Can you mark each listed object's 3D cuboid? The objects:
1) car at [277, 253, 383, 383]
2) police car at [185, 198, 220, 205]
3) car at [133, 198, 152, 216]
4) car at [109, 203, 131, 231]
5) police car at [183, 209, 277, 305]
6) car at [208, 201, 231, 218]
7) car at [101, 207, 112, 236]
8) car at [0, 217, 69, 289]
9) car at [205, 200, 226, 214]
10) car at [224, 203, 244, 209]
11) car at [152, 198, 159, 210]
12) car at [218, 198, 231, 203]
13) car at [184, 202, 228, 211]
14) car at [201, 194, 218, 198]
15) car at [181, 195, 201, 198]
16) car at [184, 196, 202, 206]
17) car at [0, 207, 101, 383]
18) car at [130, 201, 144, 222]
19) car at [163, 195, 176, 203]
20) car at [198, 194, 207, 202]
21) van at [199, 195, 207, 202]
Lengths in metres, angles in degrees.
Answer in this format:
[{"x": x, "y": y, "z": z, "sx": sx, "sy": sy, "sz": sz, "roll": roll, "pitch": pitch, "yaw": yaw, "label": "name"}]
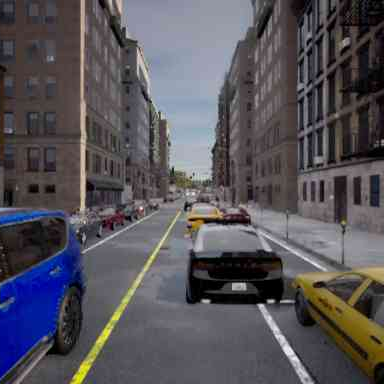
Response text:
[{"x": 2.634, "y": 1.538, "z": 4.247, "sx": 1.752, "sy": 1.417, "sz": 4.829, "roll": 0, "pitch": 0, "yaw": 0, "label": "car"}, {"x": 0.702, "y": 1.492, "z": 24.346, "sx": 1.930, "sy": 1.638, "sz": 5.238, "roll": 0, "pitch": 0, "yaw": -2, "label": "police car"}, {"x": -5.396, "y": 1.529, "z": 32.487, "sx": 1.967, "sy": 1.590, "sz": 4.097, "roll": 0, "pitch": 0, "yaw": 0, "label": "car"}, {"x": -5.394, "y": 1.603, "z": 21.122, "sx": 1.887, "sy": 1.381, "sz": 4.507, "roll": 0, "pitch": 0, "yaw": 0, "label": "car"}, {"x": 0.821, "y": 1.449, "z": 8.374, "sx": 1.930, "sy": 1.638, "sz": 5.238, "roll": 0, "pitch": 0, "yaw": 0, "label": "police car"}, {"x": 2.629, "y": 1.634, "z": 32.489, "sx": 1.887, "sy": 1.381, "sz": 4.507, "roll": 0, "pitch": 0, "yaw": 0, "label": "car"}, {"x": -5.393, "y": 1.594, "z": 15.440, "sx": 2.008, "sy": 1.369, "sz": 4.403, "roll": 0, "pitch": 0, "yaw": 0, "label": "car"}, {"x": -5.392, "y": 1.572, "z": 9.758, "sx": 1.887, "sy": 1.381, "sz": 4.507, "roll": 0, "pitch": 0, "yaw": 0, "label": "car"}, {"x": 2.628, "y": 1.655, "z": 38.171, "sx": 2.008, "sy": 1.369, "sz": 4.403, "roll": 0, "pitch": 0, "yaw": 0, "label": "car"}, {"x": 2.631, "y": 1.603, "z": 21.124, "sx": 1.887, "sy": 1.381, "sz": 4.507, "roll": 0, "pitch": 0, "yaw": 0, "label": "car"}, {"x": -5.398, "y": 1.559, "z": 43.851, "sx": 1.967, "sy": 1.590, "sz": 4.097, "roll": 0, "pitch": 0, "yaw": 0, "label": "car"}, {"x": 2.630, "y": 1.514, "z": 26.807, "sx": 1.967, "sy": 1.590, "sz": 4.097, "roll": 0, "pitch": 0, "yaw": 0, "label": "car"}, {"x": 0.713, "y": 1.533, "z": 18.292, "sx": 1.882, "sy": 1.535, "sz": 5.008, "roll": 0, "pitch": 0, "yaw": 2, "label": "car"}, {"x": 2.627, "y": 1.434, "z": 43.854, "sx": 2.192, "sy": 1.841, "sz": 5.009, "roll": 0, "pitch": 0, "yaw": 0, "label": "car"}, {"x": 0.330, "y": 1.663, "z": 51.715, "sx": 1.812, "sy": 1.442, "sz": 4.674, "roll": 0, "pitch": 0, "yaw": 23, "label": "car"}, {"x": 0.002, "y": 1.593, "z": 42.402, "sx": 1.882, "sy": 1.535, "sz": 5.008, "roll": 0, "pitch": 0, "yaw": 0, "label": "car"}, {"x": -2.752, "y": 1.231, "z": 3.168, "sx": 2.150, "sy": 2.045, "sz": 5.566, "roll": 0, "pitch": 0, "yaw": 0, "label": "car"}, {"x": -5.395, "y": 1.640, "z": 26.804, "sx": 1.947, "sy": 1.339, "sz": 4.313, "roll": 0, "pitch": 0, "yaw": 0, "label": "car"}, {"x": -5.435, "y": 1.518, "z": 76.411, "sx": 2.192, "sy": 1.841, "sz": 5.009, "roll": 0, "pitch": 0, "yaw": 0, "label": "car"}, {"x": 2.669, "y": 1.547, "z": 87.421, "sx": 2.192, "sy": 1.841, "sz": 5.009, "roll": 0, "pitch": 0, "yaw": 0, "label": "car"}, {"x": 2.674, "y": 1.559, "z": 81.917, "sx": 1.690, "sy": 1.788, "sz": 3.998, "roll": 0, "pitch": 0, "yaw": 0, "label": "van"}]
